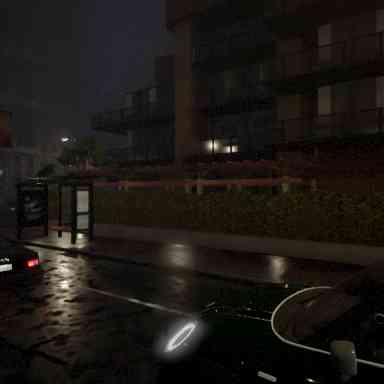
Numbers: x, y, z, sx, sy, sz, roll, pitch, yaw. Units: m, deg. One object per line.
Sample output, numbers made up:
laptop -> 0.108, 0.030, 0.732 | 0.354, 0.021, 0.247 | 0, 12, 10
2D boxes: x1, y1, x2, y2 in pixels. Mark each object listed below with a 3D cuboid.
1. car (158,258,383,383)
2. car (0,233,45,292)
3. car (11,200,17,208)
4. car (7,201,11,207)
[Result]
car -> 1.882, 1.352, 2.662 | 4.553, 1.767, 2.097 | 0, 0, 35
car -> -5.735, 1.547, 8.039 | 5.357, 1.411, 2.033 | 0, 0, 36
car -> -22.065, 1.505, 46.547 | 1.837, 1.490, 4.892 | 0, 0, 36
car -> -24.563, 1.477, 49.090 | 1.882, 1.535, 5.008 | 0, 0, 35
